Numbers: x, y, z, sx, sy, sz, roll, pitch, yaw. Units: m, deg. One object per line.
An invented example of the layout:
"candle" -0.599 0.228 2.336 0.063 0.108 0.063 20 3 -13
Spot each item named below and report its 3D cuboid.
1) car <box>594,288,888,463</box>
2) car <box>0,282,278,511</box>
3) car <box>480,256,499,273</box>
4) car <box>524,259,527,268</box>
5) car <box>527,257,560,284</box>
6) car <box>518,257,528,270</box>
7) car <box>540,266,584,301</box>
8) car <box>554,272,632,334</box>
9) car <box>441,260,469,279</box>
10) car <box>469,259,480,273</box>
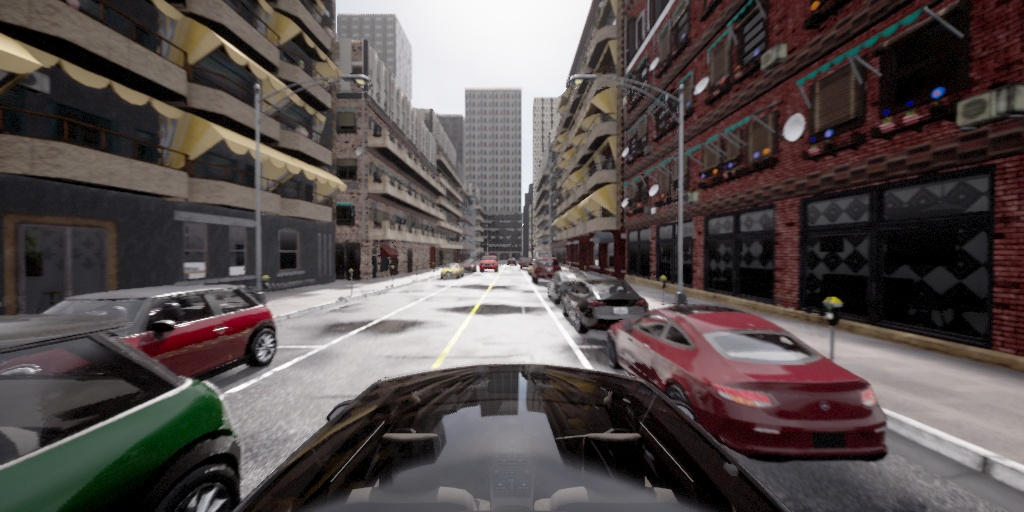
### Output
"car" 2.562 1.331 4.965 1.802 1.307 4.207 0 0 0
"car" -2.851 1.102 0.454 2.097 1.767 4.553 0 0 0
"car" -2.845 0.965 44.733 2.150 2.045 5.566 0 0 0
"car" 2.548 1.268 38.428 1.751 1.417 4.829 0 0 0
"car" 2.553 1.060 27.161 2.192 1.841 5.009 0 0 0
"car" 2.239 1.091 53.568 2.097 1.767 4.553 0 0 0
"car" 2.558 1.298 16.062 2.007 1.370 4.403 0 0 0
"car" 2.560 1.314 10.513 1.948 1.339 4.313 0 0 0
"car" -5.330 1.269 32.515 1.751 1.417 4.829 0 0 0
"car" -5.335 1.181 43.783 1.967 1.591 4.097 0 0 0
